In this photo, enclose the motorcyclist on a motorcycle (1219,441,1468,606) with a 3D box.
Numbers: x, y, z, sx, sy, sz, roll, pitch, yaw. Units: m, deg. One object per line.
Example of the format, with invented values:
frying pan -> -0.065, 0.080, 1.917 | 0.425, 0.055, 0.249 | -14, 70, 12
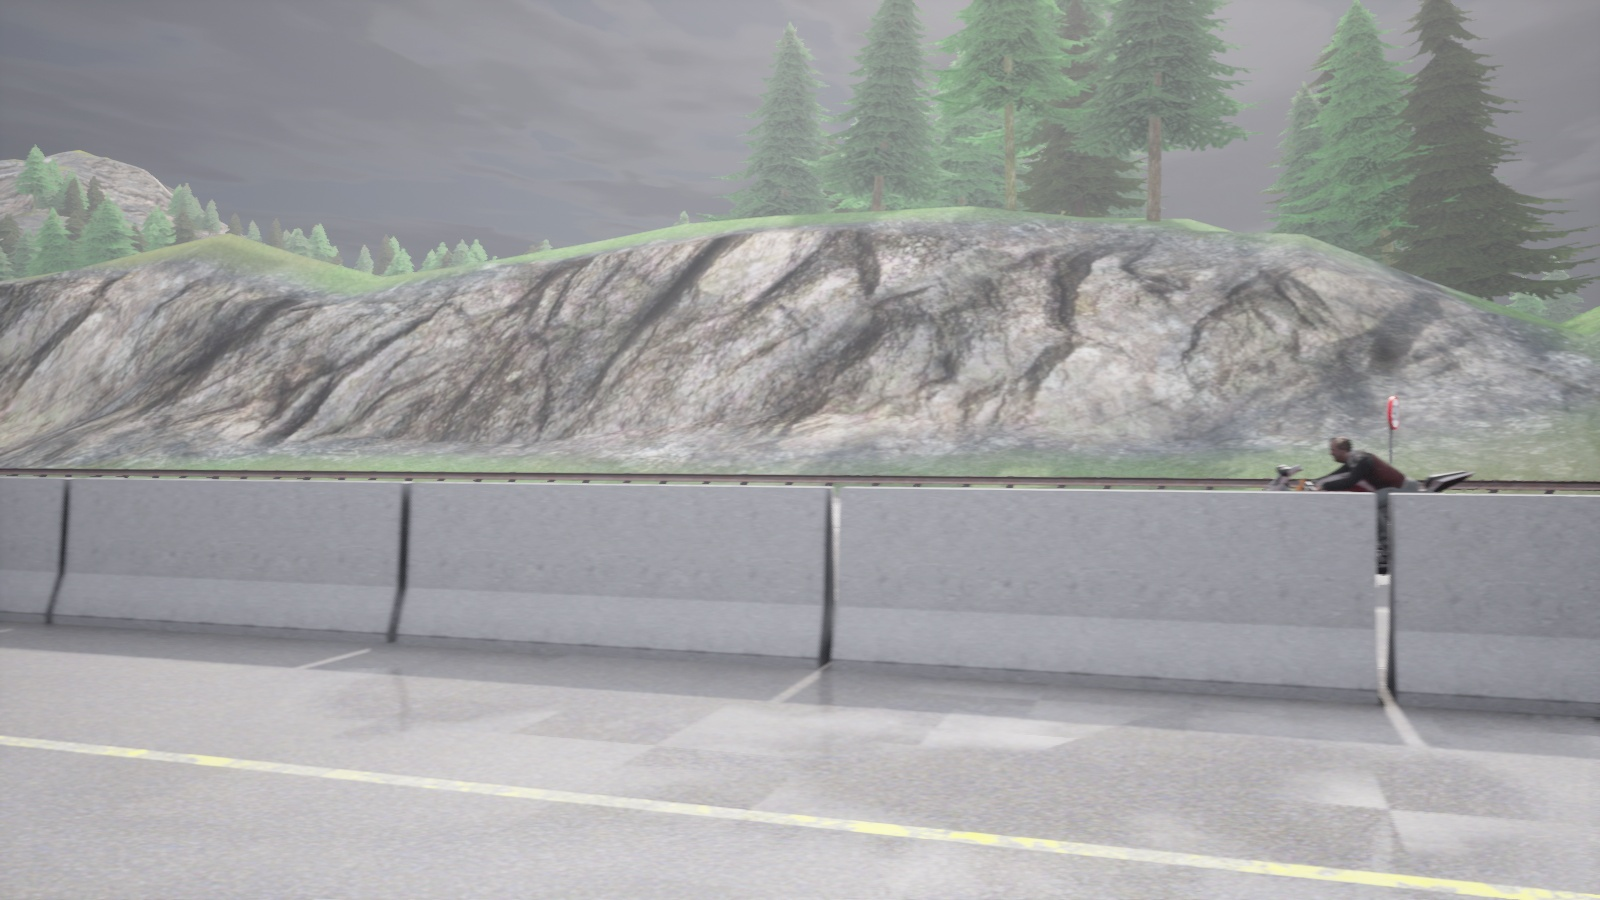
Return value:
motorcyclist on a motorcycle -> 5.327, 0.681, 12.479 | 2.191, 1.530, 0.866 | 0, 1, 19
